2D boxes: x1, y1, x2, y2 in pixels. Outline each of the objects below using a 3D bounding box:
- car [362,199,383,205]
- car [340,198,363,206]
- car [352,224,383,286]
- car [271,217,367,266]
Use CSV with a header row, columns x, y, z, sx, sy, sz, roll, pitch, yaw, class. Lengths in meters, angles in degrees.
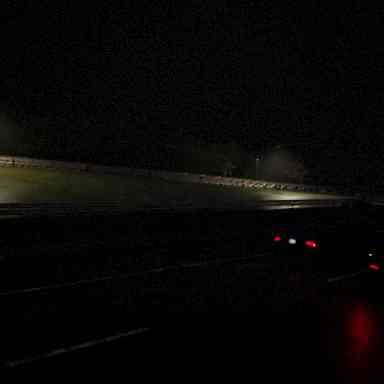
x,y,z,sx,sy,sz,roll,pitch,yaw,class
24.267,1.694,42.690,4.674,1.442,1.812,0,0,-35,car
22.212,1.646,45.521,5.008,1.535,1.882,0,0,-35,car
6.136,1.563,8.183,4.674,1.442,1.812,0,0,-35,car
5.153,1.589,11.768,5.357,1.411,2.033,0,0,-36,car
